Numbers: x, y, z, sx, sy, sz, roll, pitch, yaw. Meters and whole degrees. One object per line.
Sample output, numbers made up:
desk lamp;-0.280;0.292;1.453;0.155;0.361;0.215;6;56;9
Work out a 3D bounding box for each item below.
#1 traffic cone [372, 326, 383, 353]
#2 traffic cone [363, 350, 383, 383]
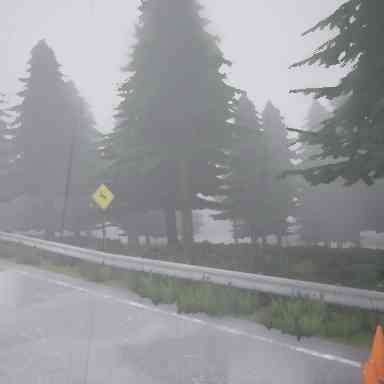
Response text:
traffic cone;2.323;1.956;4.118;0.340;0.580;0.340;0;0;34
traffic cone;1.778;1.956;3.283;0.340;0.580;0.340;0;0;34
